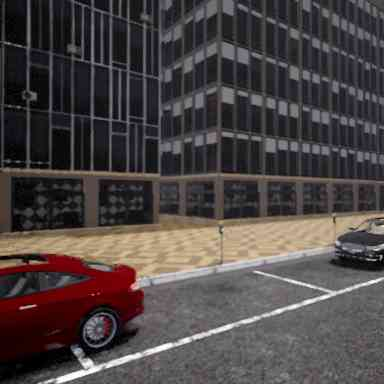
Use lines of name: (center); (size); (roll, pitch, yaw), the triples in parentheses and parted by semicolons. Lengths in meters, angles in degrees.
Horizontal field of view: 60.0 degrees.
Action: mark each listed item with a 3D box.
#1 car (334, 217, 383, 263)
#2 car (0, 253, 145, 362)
car: (6.577, 1.552, 11.246); (4.403, 1.369, 2.008); (0, 0, -35)
car: (-2.693, 1.582, 4.635); (4.206, 1.307, 1.802); (0, 0, -35)
